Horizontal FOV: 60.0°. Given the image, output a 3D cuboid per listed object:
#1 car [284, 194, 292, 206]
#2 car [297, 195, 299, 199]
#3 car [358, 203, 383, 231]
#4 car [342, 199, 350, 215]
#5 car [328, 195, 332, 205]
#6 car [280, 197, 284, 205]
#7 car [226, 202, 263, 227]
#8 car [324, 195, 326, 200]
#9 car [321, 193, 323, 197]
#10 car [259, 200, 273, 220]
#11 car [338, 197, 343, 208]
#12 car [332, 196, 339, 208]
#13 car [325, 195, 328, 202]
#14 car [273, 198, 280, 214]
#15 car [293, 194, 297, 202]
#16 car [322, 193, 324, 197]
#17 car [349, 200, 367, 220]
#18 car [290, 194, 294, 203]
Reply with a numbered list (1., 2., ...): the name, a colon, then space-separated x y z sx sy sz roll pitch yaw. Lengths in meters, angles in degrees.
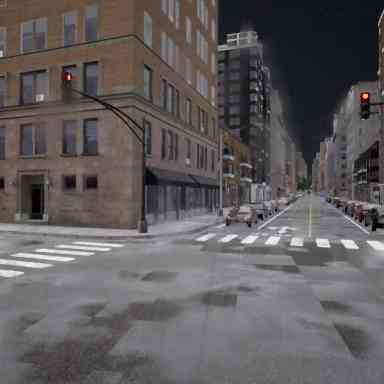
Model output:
1. car: 14.680 1.524 53.920 1.752 1.417 4.829 1 0 20
2. car: 22.222 1.308 74.892 2.192 1.841 5.009 1 0 20
3. car: 11.537 1.568 19.980 1.947 1.339 4.313 1 0 20
4. car: 15.280 1.552 30.389 2.008 1.369 4.403 1 0 20
5. car: 24.635 1.549 56.412 2.008 1.369 4.403 1 0 20
6. car: 9.126 1.546 38.470 1.887 1.381 4.507 1 0 20
7. car: 3.513 1.584 22.860 1.802 1.307 4.206 1 0 20
8. car: 30.249 1.575 72.026 1.802 1.307 4.206 1 0 20
9. car: 35.863 1.430 87.639 1.967 1.590 4.097 1 0 20
10. car: 5.384 1.567 28.064 1.947 1.339 4.313 1 0 20
11. car: 17.151 1.546 35.593 1.887 1.381 4.507 1 0 20
12. car: 20.893 1.566 46.003 1.947 1.339 4.313 1 0 20
13. car: 28.378 1.561 66.821 1.947 1.339 4.313 1 0 20
14. car: 7.255 1.552 33.267 2.008 1.369 4.403 1 0 20
15. car: 20.350 1.561 69.690 1.947 1.339 4.313 1 0 20
16. car: 33.992 1.431 82.434 1.967 1.590 4.097 1 0 20
17. car: 13.409 1.546 25.184 1.887 1.381 4.507 1 0 20
18. car: 16.608 1.564 59.283 1.947 1.339 4.313 1 0 20
